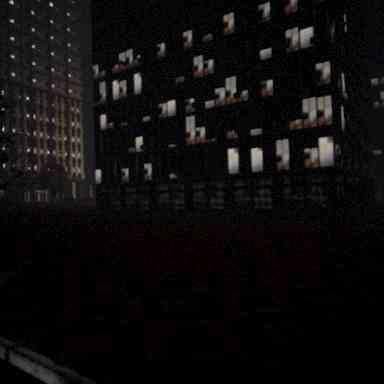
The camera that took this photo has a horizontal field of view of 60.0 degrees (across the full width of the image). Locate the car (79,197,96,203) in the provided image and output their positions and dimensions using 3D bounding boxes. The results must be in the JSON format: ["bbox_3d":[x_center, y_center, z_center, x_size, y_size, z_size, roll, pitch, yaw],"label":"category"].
[{"bbox_3d":[-24.155,1.844,76.577,1.887,1.381,4.507,-2,-1,34],"label":"car"}]

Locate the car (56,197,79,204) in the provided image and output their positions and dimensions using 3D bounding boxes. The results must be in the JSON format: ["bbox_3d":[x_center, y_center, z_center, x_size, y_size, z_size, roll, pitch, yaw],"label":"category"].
[{"bbox_3d":[-27.288,1.770,71.943,1.967,1.590,4.097,-2,-1,34],"label":"car"}]

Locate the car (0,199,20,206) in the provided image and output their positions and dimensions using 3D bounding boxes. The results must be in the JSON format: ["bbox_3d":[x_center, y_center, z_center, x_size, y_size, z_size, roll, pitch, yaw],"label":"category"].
[{"bbox_3d":[-29.977,1.705,53.622,1.802,1.307,4.206,-2,-1,34],"label":"car"}]
